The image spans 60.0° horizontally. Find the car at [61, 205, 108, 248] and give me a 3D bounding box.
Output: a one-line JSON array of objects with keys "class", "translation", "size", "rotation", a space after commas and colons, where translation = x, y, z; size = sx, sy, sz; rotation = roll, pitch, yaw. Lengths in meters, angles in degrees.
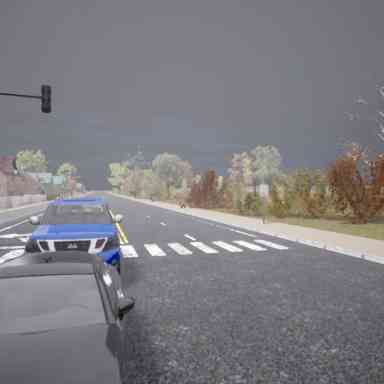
[{"class": "car", "translation": [-5.052, 1.496, 15.999], "size": [1.837, 1.490, 4.892], "rotation": [0, 0, -16]}]

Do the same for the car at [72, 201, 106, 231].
[{"class": "car", "translation": [-6.650, 1.464, 21.737], "size": [1.882, 1.535, 5.008], "rotation": [0, 0, -16]}]

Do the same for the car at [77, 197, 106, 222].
[{"class": "car", "translation": [-8.239, 1.333, 27.462], "size": [2.097, 1.767, 4.553], "rotation": [0, 0, -16]}]

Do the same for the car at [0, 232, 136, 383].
[{"class": "car", "translation": [-1.693, 1.524, 3.855], "size": [1.812, 1.442, 4.674], "rotation": [0, 0, -13]}]

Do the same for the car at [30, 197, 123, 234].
[{"class": "car", "translation": [-3.363, 1.217, 9.936], "size": [2.150, 2.045, 5.566], "rotation": [0, 0, -16]}]
